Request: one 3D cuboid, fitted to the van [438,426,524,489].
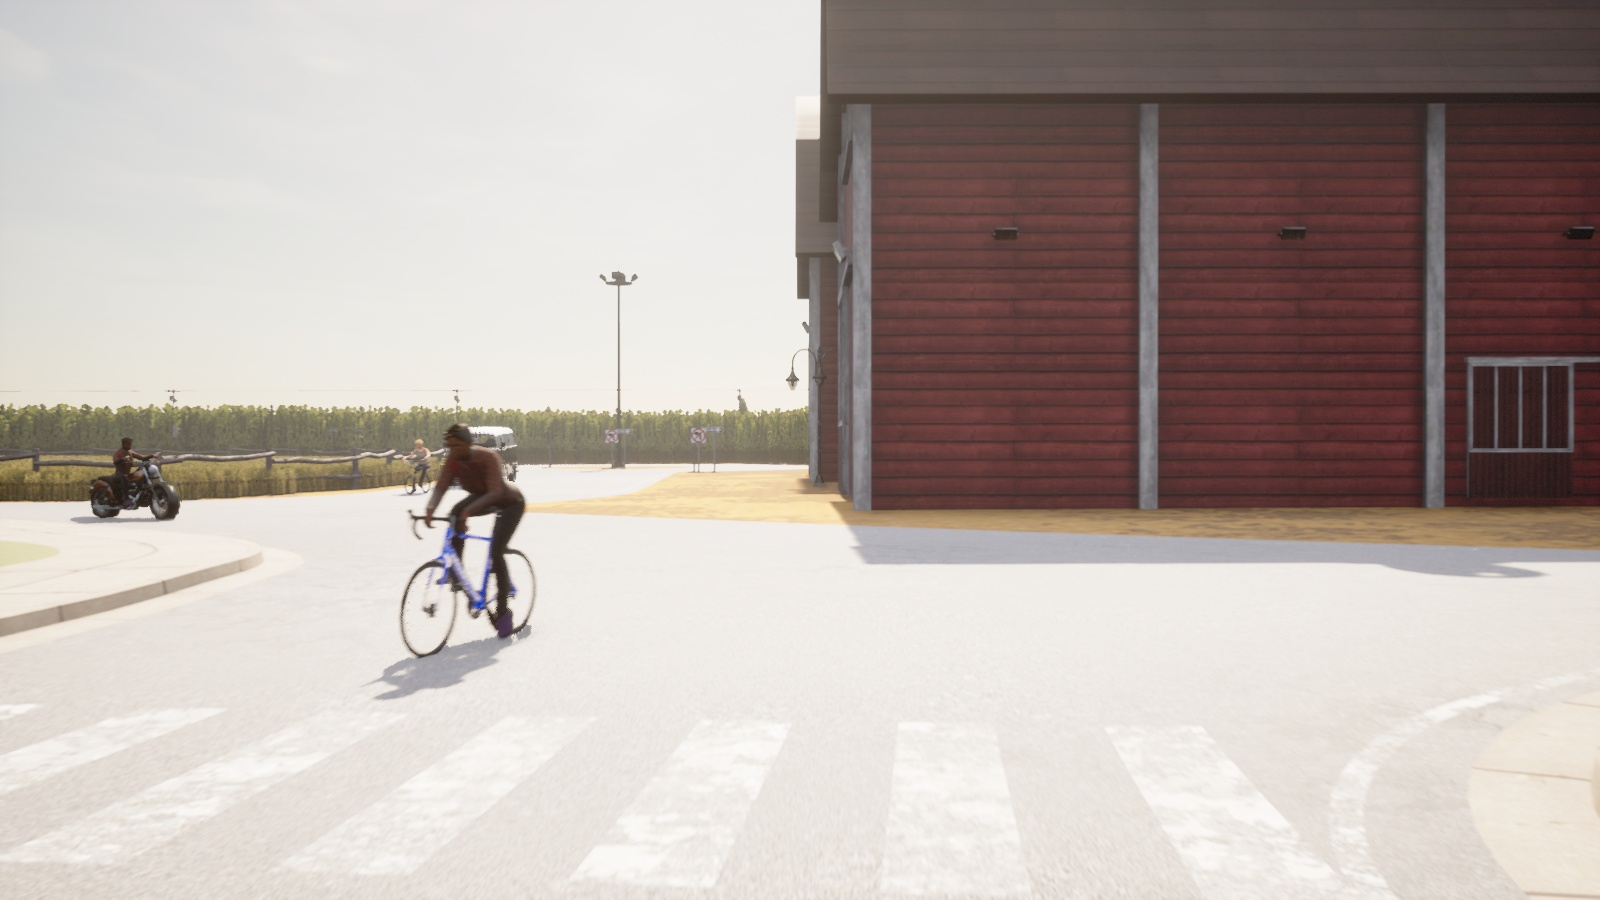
[{"bbox_3d":[-11.038,0.203,43.753,2.069,2.038,4.480,0,2,-3],"label":"van"}]

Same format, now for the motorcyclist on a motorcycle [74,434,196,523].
[{"bbox_3d":[-12.864,0.529,24.279,2.350,1.649,0.766,0,1,24],"label":"motorcyclist on a motorcycle"}]

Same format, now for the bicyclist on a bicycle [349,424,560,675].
[{"bbox_3d":[-2.412,0.629,8.971,0.582,1.620,1.656,1,1,21],"label":"bicyclist on a bicycle"}]

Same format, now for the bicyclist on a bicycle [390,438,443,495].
[{"bbox_3d":[-11.166,0.468,36.624,0.866,1.612,1.509,0,0,10],"label":"bicyclist on a bicycle"}]
